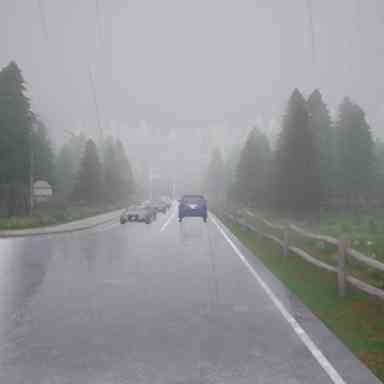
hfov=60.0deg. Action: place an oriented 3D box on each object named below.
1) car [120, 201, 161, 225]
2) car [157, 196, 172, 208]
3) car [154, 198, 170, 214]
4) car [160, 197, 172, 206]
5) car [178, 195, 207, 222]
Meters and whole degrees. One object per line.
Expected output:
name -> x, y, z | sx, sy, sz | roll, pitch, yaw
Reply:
car -> -3.774, 1.578, 24.065 | 1.994, 1.385, 4.181 | 0, 0, 4
car -> -3.954, 1.384, 44.222 | 2.097, 1.767, 4.553 | 0, 0, -2
car -> -3.738, 1.584, 35.000 | 1.994, 1.385, 4.181 | 0, 0, -1
car -> -4.270, 1.565, 55.492 | 1.812, 1.442, 4.674 | 0, 0, -2
car -> 0.055, 1.236, 26.979 | 2.150, 2.045, 5.566 | 0, 0, 0
